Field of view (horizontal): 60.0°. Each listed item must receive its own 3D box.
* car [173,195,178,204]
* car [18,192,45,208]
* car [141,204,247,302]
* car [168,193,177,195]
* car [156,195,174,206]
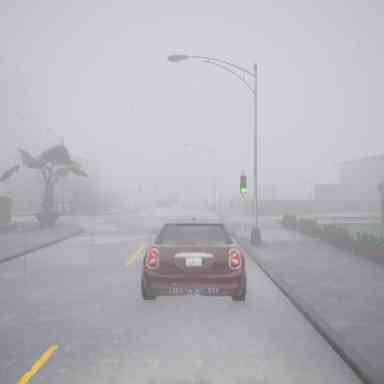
[{"bbox_3d":[-4.026,1.620,57.793,1.895,1.301,4.718,0,0,0],"label":"car"},{"bbox_3d":[-19.725,1.000,41.955,1.905,1.878,3.866,0,0,35],"label":"car"},{"bbox_3d":[0.054,1.354,8.448,2.097,1.767,4.553,0,0,1],"label":"car"},{"bbox_3d":[-3.948,1.244,68.187,2.150,2.045,5.566,0,0,0],"label":"car"},{"bbox_3d":[-4.056,1.580,47.891,1.994,1.385,4.181,0,0,0],"label":"car"}]
